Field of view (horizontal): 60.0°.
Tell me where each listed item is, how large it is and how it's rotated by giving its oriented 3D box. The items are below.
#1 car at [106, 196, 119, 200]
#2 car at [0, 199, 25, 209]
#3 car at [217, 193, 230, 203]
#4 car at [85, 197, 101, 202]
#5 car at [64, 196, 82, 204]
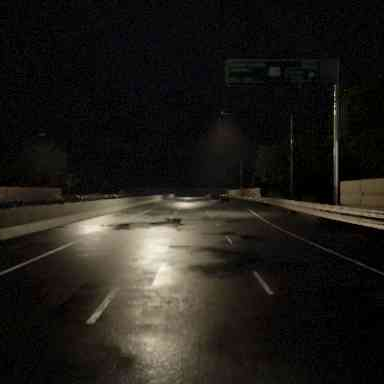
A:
[{"bbox_3d":[-14.039,1.512,58.574,1.837,1.490,4.892,0,0,1],"label":"car"},{"bbox_3d":[-23.868,1.563,43.970,1.994,1.385,4.181,0,0,-3],"label":"car"},{"bbox_3d":[6.992,1.486,71.832,1.882,1.535,5.008,0,0,0],"label":"car"},{"bbox_3d":[-17.528,1.569,59.285,1.994,1.385,4.181,0,0,0],"label":"car"},{"bbox_3d":[-21.024,1.480,58.997,1.882,1.535,5.008,0,0,0],"label":"car"}]
